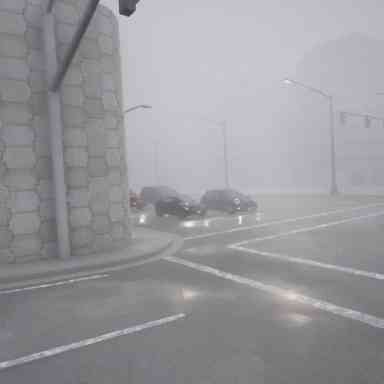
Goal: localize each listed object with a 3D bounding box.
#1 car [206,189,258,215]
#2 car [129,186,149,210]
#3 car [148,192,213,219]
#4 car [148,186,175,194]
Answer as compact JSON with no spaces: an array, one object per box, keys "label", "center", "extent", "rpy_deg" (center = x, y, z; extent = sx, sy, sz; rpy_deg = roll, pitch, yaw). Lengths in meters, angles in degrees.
[{"label":"car","center":[2.548,0.564,24.002],"extent":[2.097,1.767,4.553],"rpy_deg":[-5,3,-35]},{"label":"car","center":[-6.533,0.665,30.792],"extent":[2.150,2.045,5.566],"rpy_deg":[-5,3,-35]},{"label":"car","center":[-0.919,0.971,22.882],"extent":[1.812,1.442,4.674],"rpy_deg":[-5,3,-35]},{"label":"car","center":[-3.064,0.432,31.935],"extent":[2.150,2.045,5.566],"rpy_deg":[-5,3,-35]}]
